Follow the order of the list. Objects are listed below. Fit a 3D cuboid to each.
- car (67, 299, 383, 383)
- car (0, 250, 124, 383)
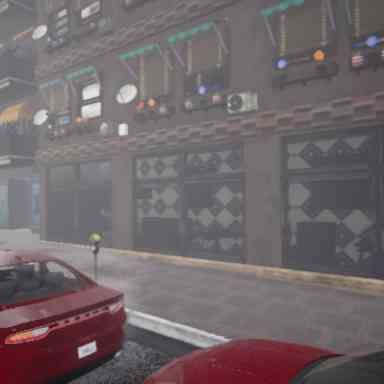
[{"bbox_3d":[1.580,1.547,1.616,4.507,1.381,1.887,0,-1,36],"label":"car"},{"bbox_3d":[-2.923,1.527,4.826,4.507,1.381,1.887,0,-1,36],"label":"car"}]
